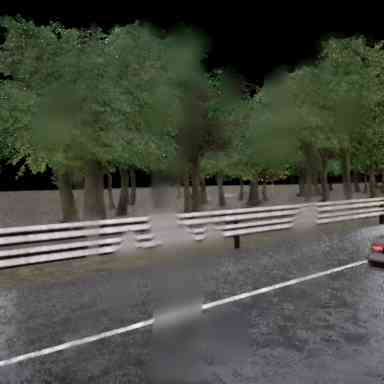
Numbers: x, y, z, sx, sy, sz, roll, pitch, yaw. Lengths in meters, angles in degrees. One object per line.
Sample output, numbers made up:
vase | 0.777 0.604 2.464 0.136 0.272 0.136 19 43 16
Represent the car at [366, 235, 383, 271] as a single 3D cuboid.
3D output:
car | 6.480 1.226 8.217 5.357 1.411 2.033 -2 1 -34
